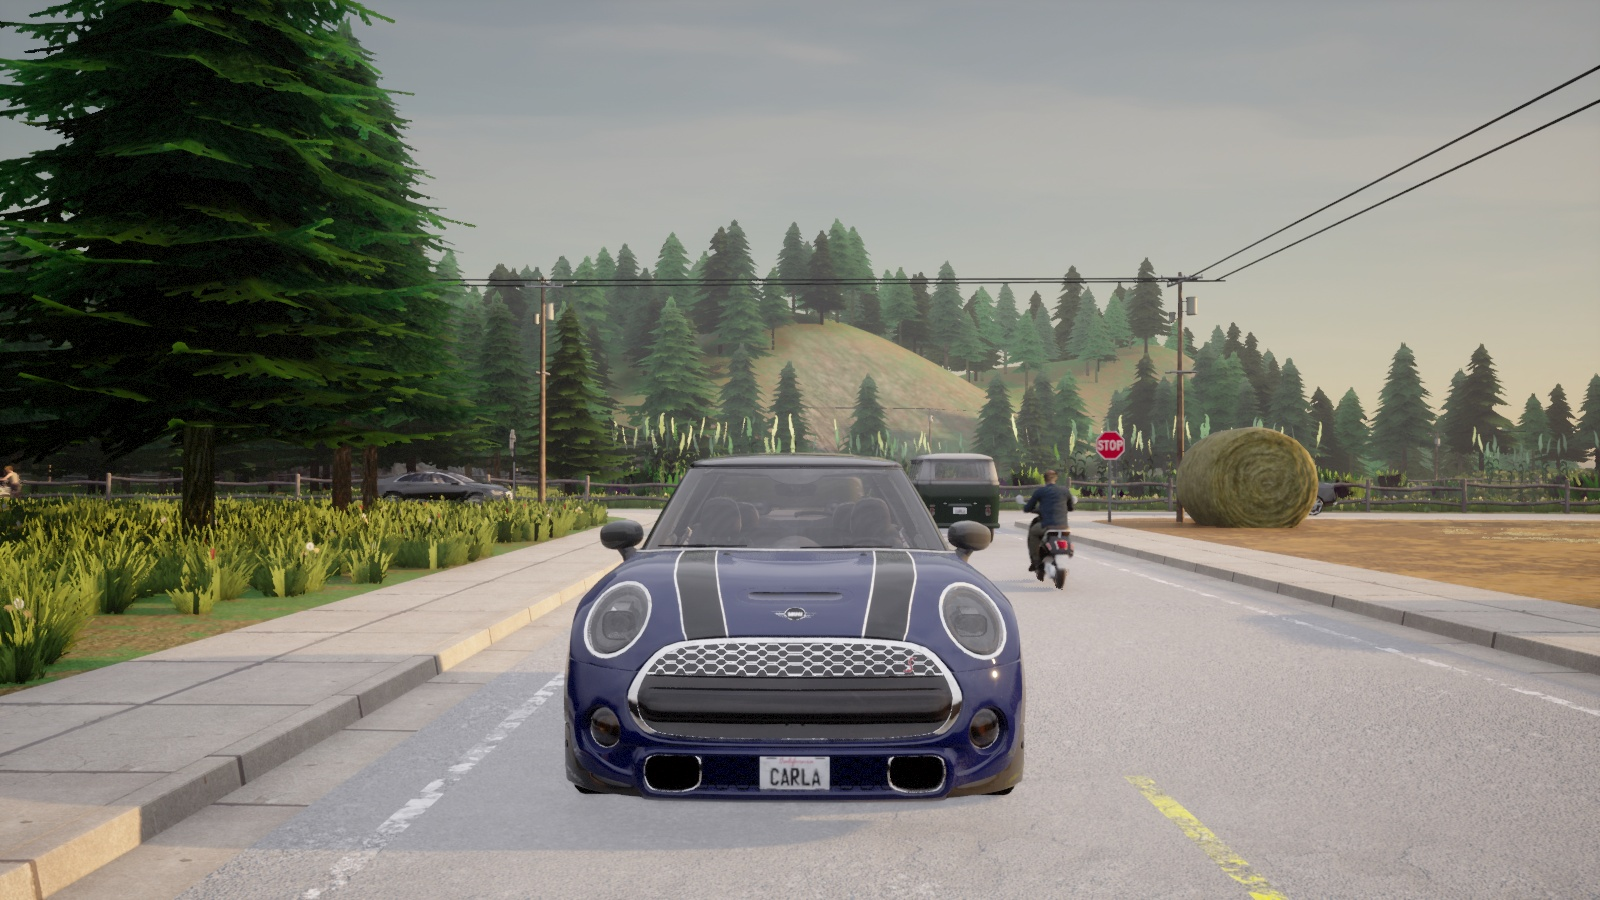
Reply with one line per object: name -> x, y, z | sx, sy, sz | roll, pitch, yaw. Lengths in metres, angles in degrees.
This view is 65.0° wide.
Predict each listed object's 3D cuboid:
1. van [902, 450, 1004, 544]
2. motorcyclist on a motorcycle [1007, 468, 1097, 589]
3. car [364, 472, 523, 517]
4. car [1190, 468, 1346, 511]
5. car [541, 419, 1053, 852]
van -> 3.424, 1.038, 28.899 | 1.775, 1.987, 4.442 | 0, -1, 0
motorcyclist on a motorcycle -> 3.454, 1.045, 17.370 | 0.866, 1.590, 1.817 | 0, -1, 0
car -> -12.351, 1.517, 43.688 | 4.902, 1.511, 2.128 | 0, -1, 3
car -> 17.010, 1.436, 45.842 | 4.902, 1.511, 2.128 | 0, -1, 3
car -> -0.021, 0.798, 7.441 | 2.097, 1.767, 4.553 | 0, -1, 0
